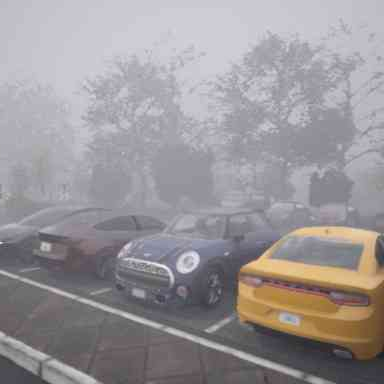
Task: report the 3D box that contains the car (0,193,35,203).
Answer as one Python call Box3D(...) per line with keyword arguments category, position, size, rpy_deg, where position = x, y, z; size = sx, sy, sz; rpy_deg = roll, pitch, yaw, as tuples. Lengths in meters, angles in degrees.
Box3D(category="car", position=(-18.600, 1.081, 37.211), size=(2.097, 1.535, 5.008), rpy_deg=(2, 1, 36))

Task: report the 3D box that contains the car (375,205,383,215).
Box3D(category="car", position=(10.277, 1.385, 16.614), size=(2.163, 1.488, 4.792), rpy_deg=(2, 1, 36))

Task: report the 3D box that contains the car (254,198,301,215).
Box3D(category="car", position=(5.655, 1.264, 19.942), size=(2.002, 1.452, 4.674), rpy_deg=(2, 1, 36))

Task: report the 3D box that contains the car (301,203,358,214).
Box3D(category="car", position=(7.907, 1.332, 18.305), size=(2.002, 1.452, 4.674), rpy_deg=(2, 1, 36))

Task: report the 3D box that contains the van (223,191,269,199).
Box3D(category="van", position=(3.422, 0.935, 21.405), size=(1.878, 1.987, 4.442), rpy_deg=(2, 2, 36))

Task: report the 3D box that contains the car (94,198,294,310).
Box3D(category="car", position=(0.393, 1.176, 7.632), size=(2.185, 1.767, 4.553), rpy_deg=(2, 1, 36))

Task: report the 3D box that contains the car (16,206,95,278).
Box3D(category="car", position=(-1.864, 1.263, 9.270), size=(2.163, 1.488, 4.792), rpy_deg=(2, 1, 36))

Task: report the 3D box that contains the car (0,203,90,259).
Box3D(category="car", position=(-4.149, 1.195, 10.859), size=(2.163, 1.488, 4.792), rpy_deg=(2, 1, 36))

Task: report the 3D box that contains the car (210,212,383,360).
Box3D(category="car", position=(2.617, 1.362, 5.970), size=(2.097, 1.535, 5.008), rpy_deg=(1, 1, 36))
